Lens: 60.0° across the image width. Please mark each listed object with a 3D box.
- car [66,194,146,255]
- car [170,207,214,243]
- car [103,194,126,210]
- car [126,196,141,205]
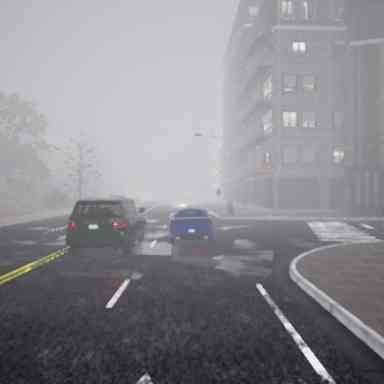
[{"bbox_3d":[-3.243,1.245,13.552,2.150,2.045,5.566,0,0,0],"label":"car"},{"bbox_3d":[-0.038,1.456,16.065,1.882,1.535,5.008,-1,0,-1],"label":"car"},{"bbox_3d":[-10.738,1.322,46.496,2.150,2.045,5.566,0,0,-2],"label":"car"},{"bbox_3d":[-11.131,1.631,63.871,2.128,1.511,4.902,0,0,-1],"label":"car"}]
